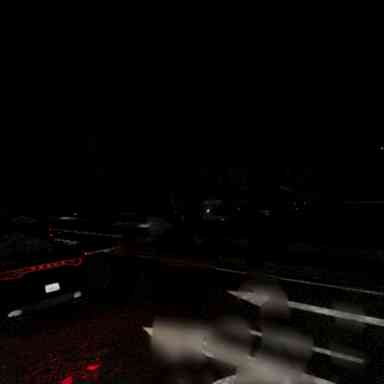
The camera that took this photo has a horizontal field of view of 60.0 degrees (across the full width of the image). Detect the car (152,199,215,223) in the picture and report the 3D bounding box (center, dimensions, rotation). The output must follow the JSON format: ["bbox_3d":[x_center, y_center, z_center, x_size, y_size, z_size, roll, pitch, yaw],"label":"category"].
[{"bbox_3d":[-0.546,1.541,25.770,1.837,1.490,4.892,0,0,36],"label":"car"}]

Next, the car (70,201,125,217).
[{"bbox_3d":[-8.930,1.609,32.098,2.033,1.411,5.357,0,0,36],"label":"car"}]

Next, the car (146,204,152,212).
[{"bbox_3d":[-3.237,1.662,39.873,1.895,1.301,4.718,0,0,36],"label":"car"}]

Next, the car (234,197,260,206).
[{"bbox_3d":[9.503,1.608,57.172,2.033,1.411,5.357,0,0,37],"label":"car"}]

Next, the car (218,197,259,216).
[{"bbox_3d":[4.963,1.514,33.301,1.882,1.535,5.008,0,0,36],"label":"car"}]

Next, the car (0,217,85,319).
[{"bbox_3d":[-4.406,1.496,7.136,5.008,1.535,1.882,0,0,35],"label":"car"}]

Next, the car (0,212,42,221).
[{"bbox_3d":[-7.534,1.559,13.666,4.674,1.442,1.812,0,0,36],"label":"car"}]

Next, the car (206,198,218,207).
[{"bbox_3d":[2.634,1.587,47.878,1.812,1.442,4.674,0,0,36],"label":"car"}]

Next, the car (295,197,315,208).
[{"bbox_3d":[16.669,1.540,49.242,1.837,1.490,4.892,0,0,37],"label":"car"}]

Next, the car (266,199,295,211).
[{"bbox_3d":[10.732,1.600,41.151,1.994,1.385,4.181,0,0,37],"label":"car"}]
